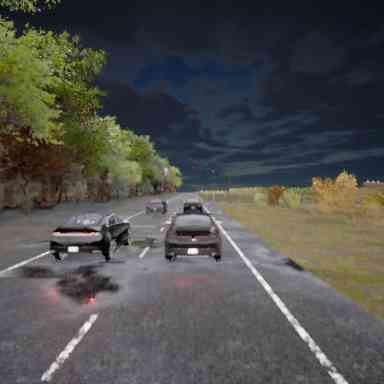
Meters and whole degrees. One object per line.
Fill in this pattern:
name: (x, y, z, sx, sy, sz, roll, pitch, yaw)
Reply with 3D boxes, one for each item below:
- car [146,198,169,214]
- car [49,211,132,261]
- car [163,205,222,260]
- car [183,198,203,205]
car: (-3.404, 1.379, 33.065, 2.128, 1.511, 4.902, 0, 0, 0)
car: (-3.450, 1.453, 12.133, 2.128, 1.511, 4.902, 0, 0, 0)
car: (0.048, 1.467, 12.185, 1.837, 1.490, 4.892, 0, 1, 1)
car: (0.098, 1.360, 34.675, 1.882, 1.535, 5.008, 0, 0, 0)
